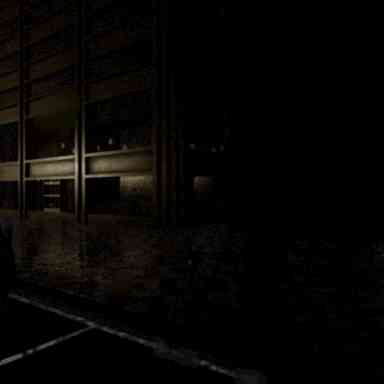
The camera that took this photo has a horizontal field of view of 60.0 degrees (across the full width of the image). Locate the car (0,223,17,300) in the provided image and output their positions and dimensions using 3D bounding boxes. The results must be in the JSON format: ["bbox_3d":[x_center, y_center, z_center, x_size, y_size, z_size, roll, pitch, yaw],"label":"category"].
[{"bbox_3d":[-5.684,1.337,6.991,5.009,1.841,2.192,0,0,35],"label":"car"}]
